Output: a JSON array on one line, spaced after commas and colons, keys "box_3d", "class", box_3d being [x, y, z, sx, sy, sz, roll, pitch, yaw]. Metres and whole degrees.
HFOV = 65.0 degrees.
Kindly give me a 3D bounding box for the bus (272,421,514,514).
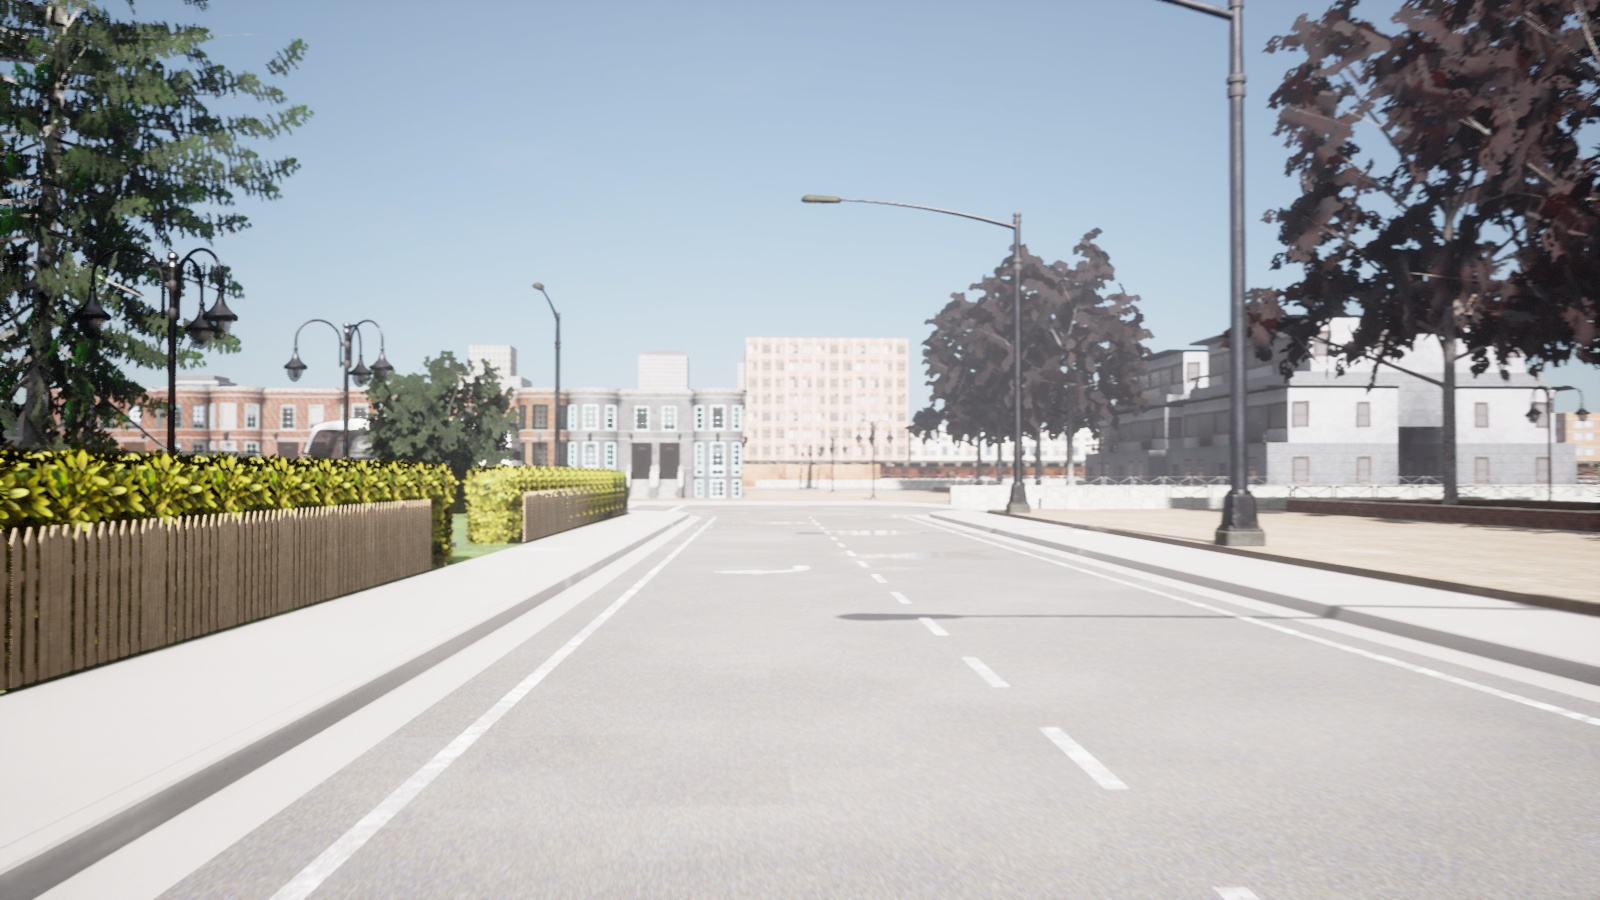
[{"box_3d": [-19.236, 0.841, 59.979, 10.273, 4.253, 3.944, 0, -1, -2], "class": "bus"}]
